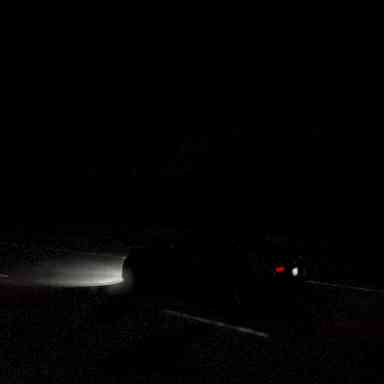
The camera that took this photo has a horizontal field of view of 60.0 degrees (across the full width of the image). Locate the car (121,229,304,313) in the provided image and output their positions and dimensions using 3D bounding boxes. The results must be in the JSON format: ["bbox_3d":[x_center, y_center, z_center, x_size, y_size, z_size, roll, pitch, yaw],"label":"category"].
[{"bbox_3d":[0.364,1.563,7.690,4.181,1.385,1.994,-1,0,33],"label":"car"}]
